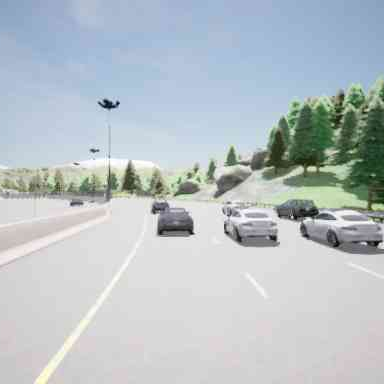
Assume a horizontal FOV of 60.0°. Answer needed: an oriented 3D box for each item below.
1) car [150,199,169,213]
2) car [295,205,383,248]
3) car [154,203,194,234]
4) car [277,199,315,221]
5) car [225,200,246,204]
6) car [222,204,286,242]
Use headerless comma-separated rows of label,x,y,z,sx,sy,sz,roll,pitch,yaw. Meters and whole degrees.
car,-3.584,1.522,37.028,2.128,1.511,4.902,0,0,-11
car,6.431,1.522,14.700,1.812,1.442,4.674,0,0,-4
car,-1.011,1.578,19.336,1.994,1.385,4.181,0,0,-5
car,8.574,1.352,27.563,2.097,1.767,4.553,0,0,-8
car,4.283,1.537,32.683,1.812,1.442,4.674,0,0,-9
car,2.782,1.530,16.348,1.812,1.442,4.674,0,0,-5
